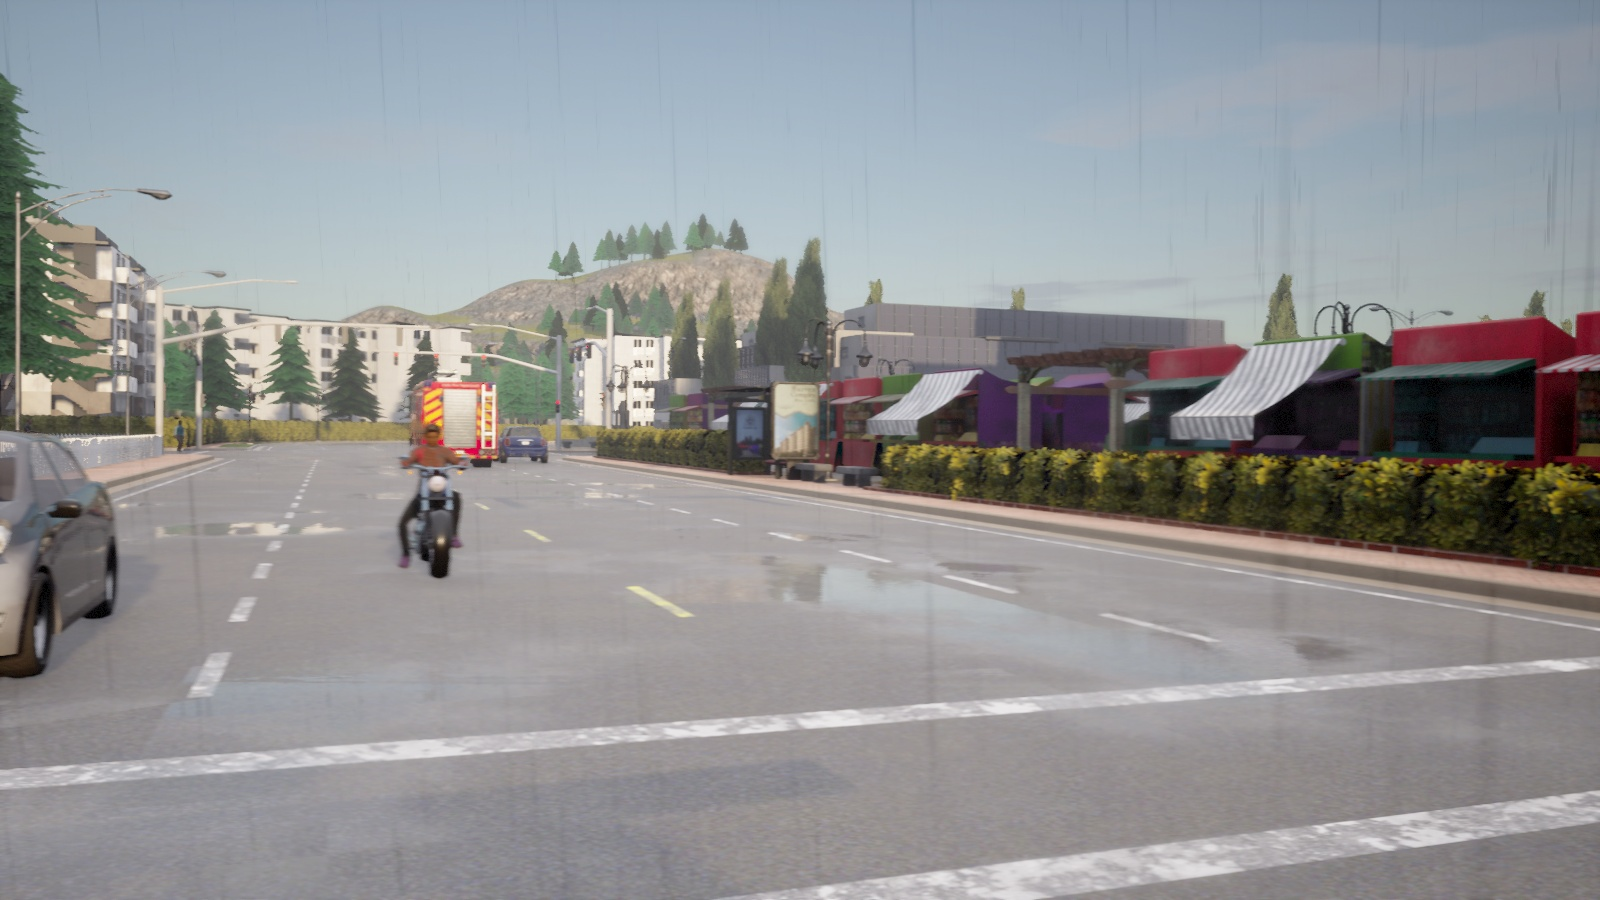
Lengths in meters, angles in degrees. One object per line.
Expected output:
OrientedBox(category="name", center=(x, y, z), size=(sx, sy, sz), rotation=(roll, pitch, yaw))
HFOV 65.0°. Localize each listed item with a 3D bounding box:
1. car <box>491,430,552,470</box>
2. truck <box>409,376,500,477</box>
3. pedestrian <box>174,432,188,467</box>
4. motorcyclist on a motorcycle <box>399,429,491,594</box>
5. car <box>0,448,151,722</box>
OrientedBox(category="car", center=(-12.939, -0.037, 58.130), size=(2.097, 1.767, 4.553), rotation=(-1, 1, -20))
OrientedBox(category="truck", center=(-14.483, -0.957, 52.196), size=(2.891, 3.827, 8.468), rotation=(-1, 1, -20))
OrientedBox(category="pedestrian", center=(-34.197, -0.043, 69.366), size=(0.692, 1.930, 0.396), rotation=(0, 1, 40))
OrientedBox(category="motorcyclist on a motorcycle", center=(-3.953, 0.603, 13.869), size=(0.766, 1.649, 2.350), rotation=(-1, 1, -20))
OrientedBox(category="car", center=(-5.693, 0.763, 8.509), size=(1.845, 1.501, 3.633), rotation=(-1, 1, -20))
